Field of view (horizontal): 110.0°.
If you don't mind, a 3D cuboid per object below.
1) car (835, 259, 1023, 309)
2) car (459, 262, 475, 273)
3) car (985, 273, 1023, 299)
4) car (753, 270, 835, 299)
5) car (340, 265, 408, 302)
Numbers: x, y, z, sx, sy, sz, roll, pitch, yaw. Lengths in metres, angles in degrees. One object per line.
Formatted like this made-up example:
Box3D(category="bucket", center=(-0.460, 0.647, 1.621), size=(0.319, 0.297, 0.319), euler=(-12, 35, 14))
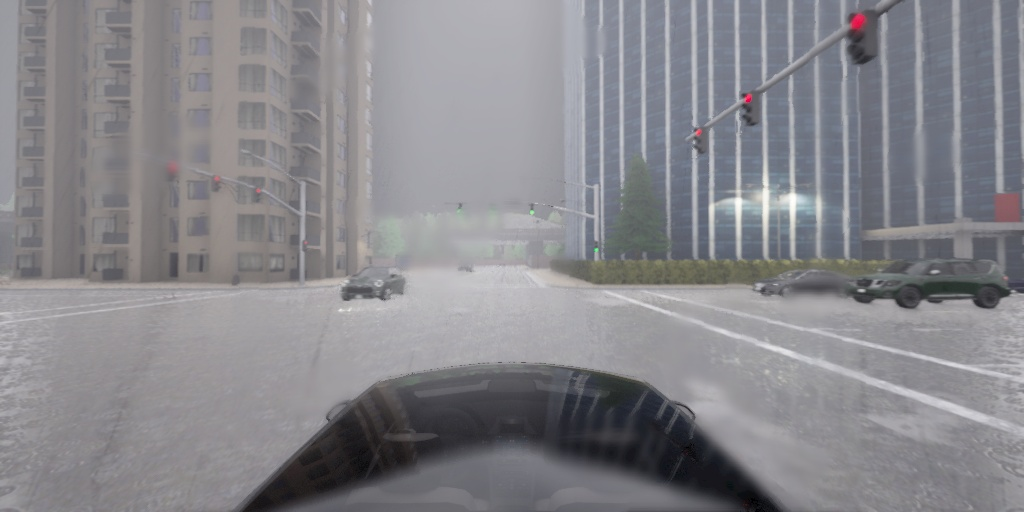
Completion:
Box3D(category="car", center=(18.025, 1.158, 15.710), size=(5.566, 2.045, 2.150), euler=(0, -1, -1))
Box3D(category="car", center=(-7.000, 1.694, 55.979), size=(2.097, 1.767, 4.553), euler=(0, -1, 0))
Box3D(category="car", center=(29.111, 1.585, 19.313), size=(4.718, 1.301, 1.895), euler=(0, -1, -1))
Box3D(category="car", center=(15.602, 1.475, 19.182), size=(4.902, 1.511, 2.128), euler=(0, -1, -1))
Box3D(category="car", center=(-7.000, 1.292, 18.653), size=(2.097, 1.767, 4.553), euler=(0, -1, 0))
